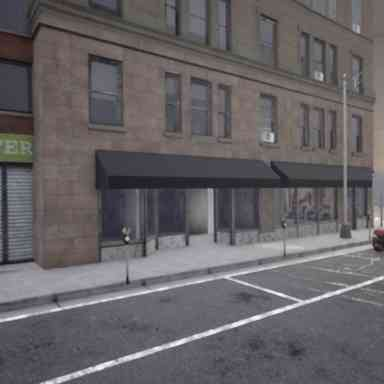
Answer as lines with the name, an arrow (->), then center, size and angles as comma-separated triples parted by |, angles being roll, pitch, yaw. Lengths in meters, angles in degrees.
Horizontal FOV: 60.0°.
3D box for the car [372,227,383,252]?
car -> 8.634, 1.535, 12.746 | 4.507, 1.381, 1.887 | 0, -1, -36
